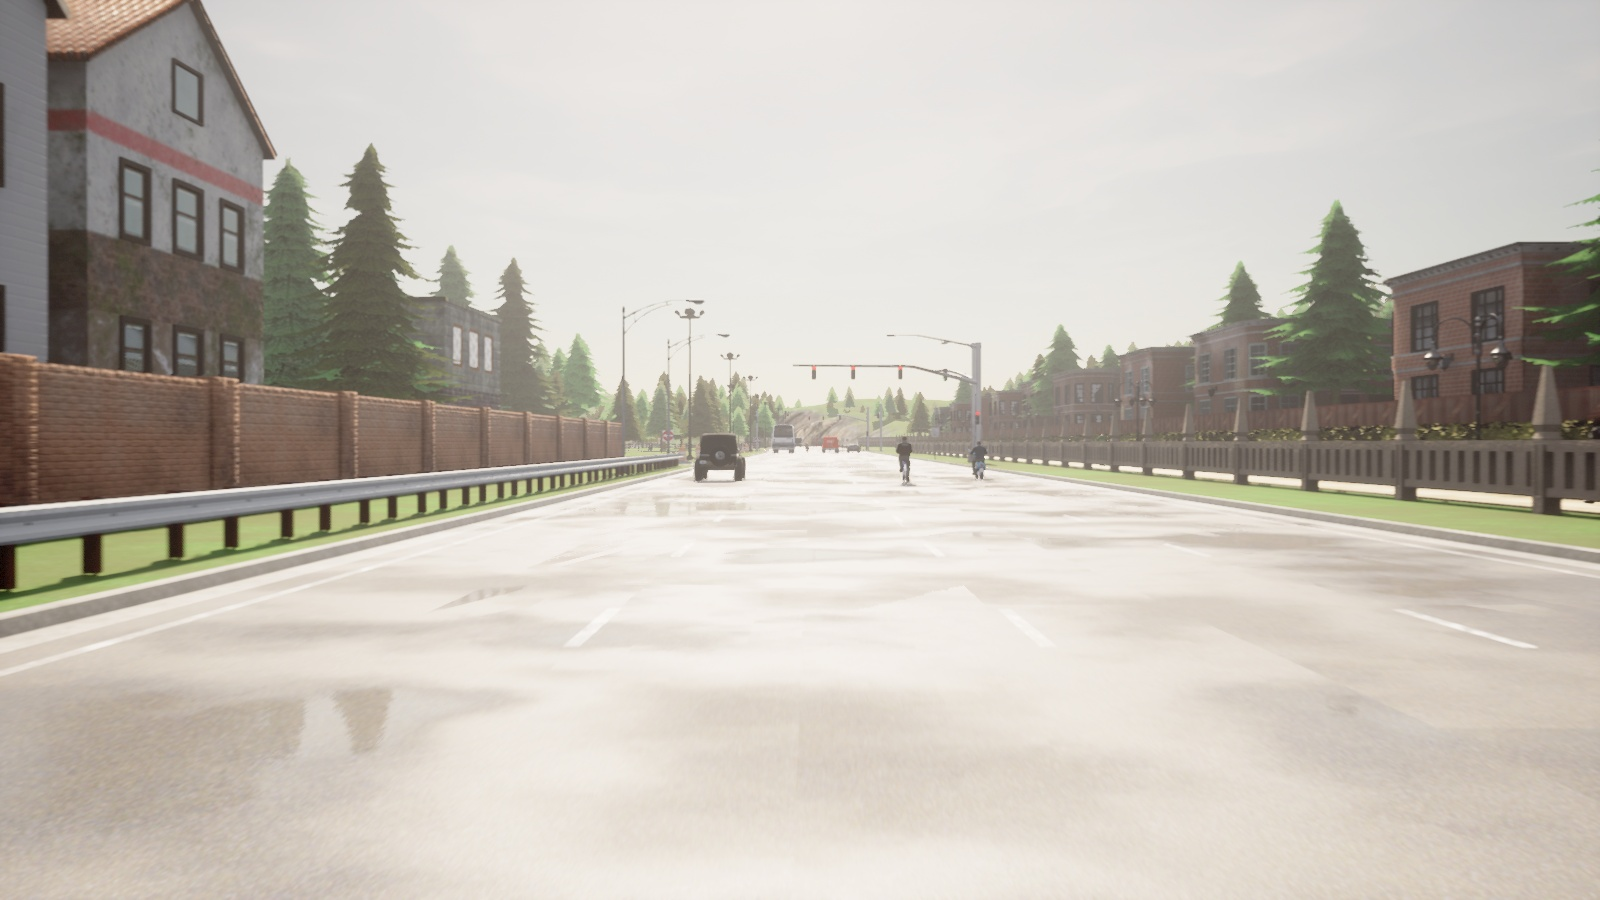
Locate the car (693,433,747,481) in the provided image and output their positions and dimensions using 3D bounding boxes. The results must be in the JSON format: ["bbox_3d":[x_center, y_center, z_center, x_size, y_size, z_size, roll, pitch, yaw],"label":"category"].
[{"bbox_3d":[-3.197,0.256,50.557,1.905,1.878,3.866,0,0,0],"label":"car"}]

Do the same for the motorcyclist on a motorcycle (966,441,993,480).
[{"bbox_3d":[7.306,0.418,51.187,0.866,1.590,1.817,0,0,0],"label":"motorcyclist on a motorcycle"}]

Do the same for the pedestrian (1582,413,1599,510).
[{"bbox_3d":[16.223,0.226,25.380,0.402,1.930,0.666,0,0,0],"label":"pedestrian"}]
